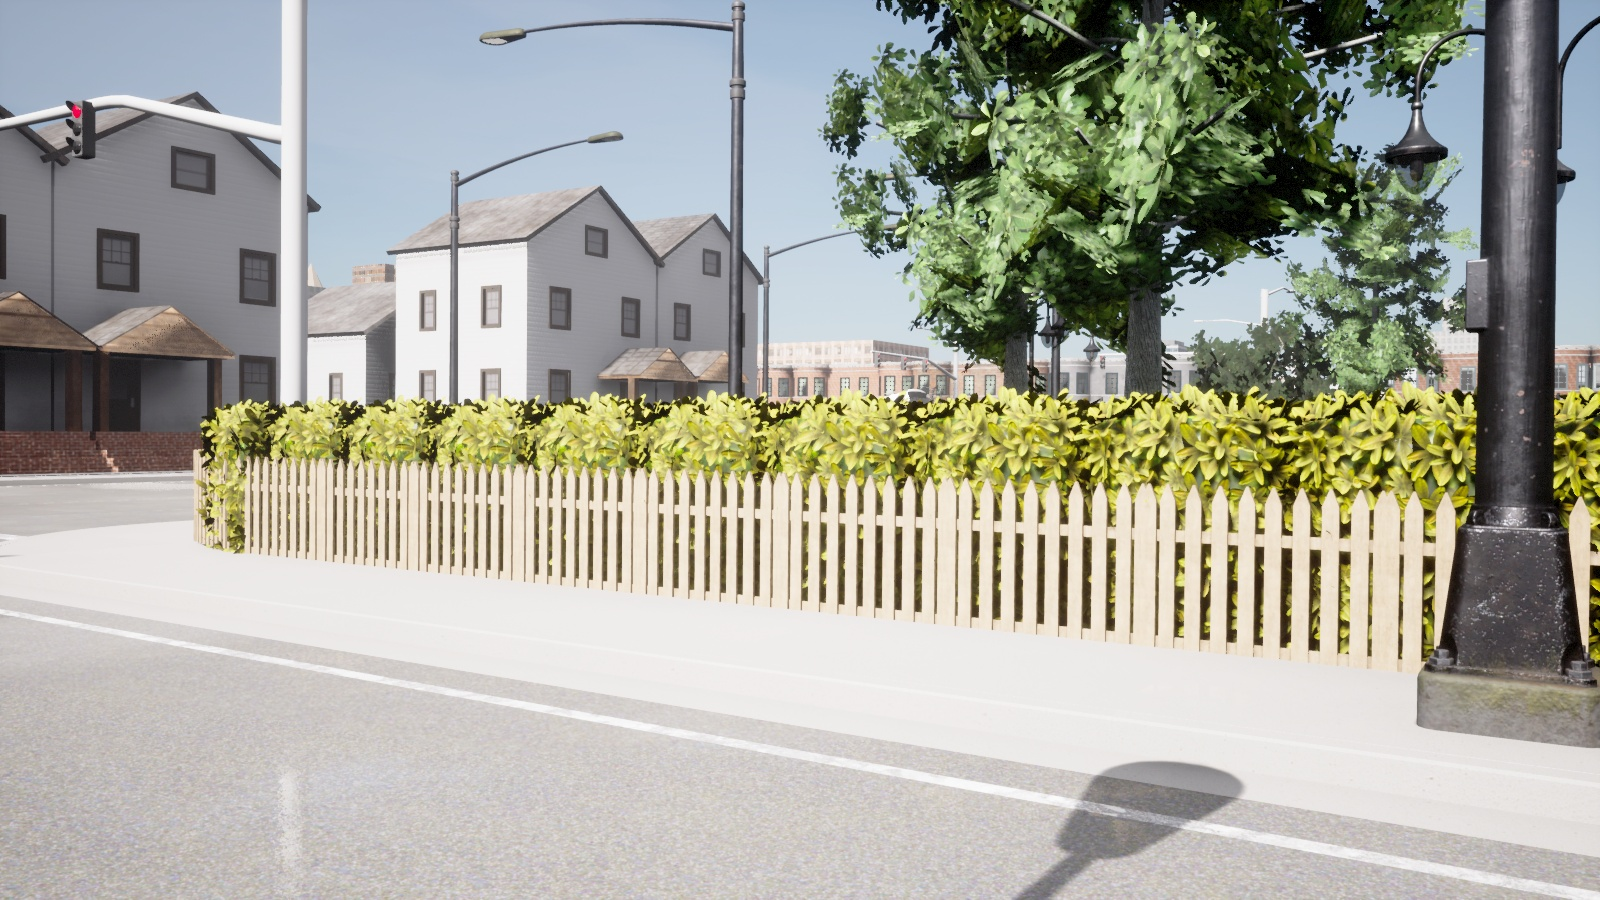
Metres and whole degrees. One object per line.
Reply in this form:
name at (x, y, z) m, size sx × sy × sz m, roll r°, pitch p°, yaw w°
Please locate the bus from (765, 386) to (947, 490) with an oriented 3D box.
bus at (3.432, -0.687, 79.365) m, size 10.273 × 4.253 × 3.944 m, roll -15°, pitch -6°, yaw 32°
